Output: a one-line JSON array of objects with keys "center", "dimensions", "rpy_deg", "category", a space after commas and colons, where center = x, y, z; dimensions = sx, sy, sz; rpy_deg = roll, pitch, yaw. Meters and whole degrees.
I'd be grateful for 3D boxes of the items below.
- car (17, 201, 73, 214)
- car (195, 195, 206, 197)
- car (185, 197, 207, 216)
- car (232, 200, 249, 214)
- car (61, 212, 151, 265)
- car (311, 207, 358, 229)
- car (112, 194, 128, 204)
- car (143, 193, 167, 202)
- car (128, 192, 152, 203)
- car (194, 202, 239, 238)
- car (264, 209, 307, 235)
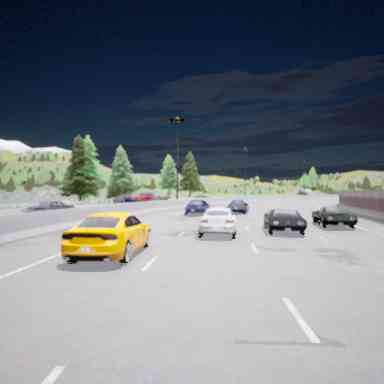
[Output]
[{"center": [-11.515, 1.469, 26.654], "dimensions": [2.033, 1.411, 5.357], "rpy_deg": [0, 0, 10], "category": "car"}, {"center": [1.444, 1.381, 65.866], "dimensions": [1.837, 1.490, 4.892], "rpy_deg": [0, 0, 26], "category": "car"}, {"center": [0.597, 1.473, 32.082], "dimensions": [1.812, 1.442, 4.674], "rpy_deg": [0, 0, 13], "category": "car"}, {"center": [4.787, 1.520, 34.356], "dimensions": [1.994, 1.385, 4.181], "rpy_deg": [0, 0, 15], "category": "car"}, {"center": [-2.754, 1.450, 11.722], "dimensions": [1.882, 1.535, 5.008], "rpy_deg": [0, 0, 5], "category": "car"}, {"center": [9.120, 1.591, 21.713], "dimensions": [1.895, 1.301, 4.718], "rpy_deg": [0, 0, 10], "category": "car"}, {"center": [-12.489, 1.214, 60.382], "dimensions": [2.097, 1.767, 4.553], "rpy_deg": [0, 0, 22], "category": "car"}, {"center": [-5.960, 1.376, 57.869], "dimensions": [2.128, 1.511, 4.902], "rpy_deg": [0, 0, 22], "category": "car"}, {"center": [-8.707, 1.095, 60.417], "dimensions": [2.150, 2.045, 5.566], "rpy_deg": [0, 0, 23], "category": "car"}, {"center": [1.411, 1.500, 17.414], "dimensions": [1.812, 1.442, 4.674], "rpy_deg": [0, 0, 7], "category": "car"}, {"center": [5.104, 1.584, 18.790], "dimensions": [1.895, 1.301, 4.718], "rpy_deg": [0, 0, 8], "category": "car"}]
